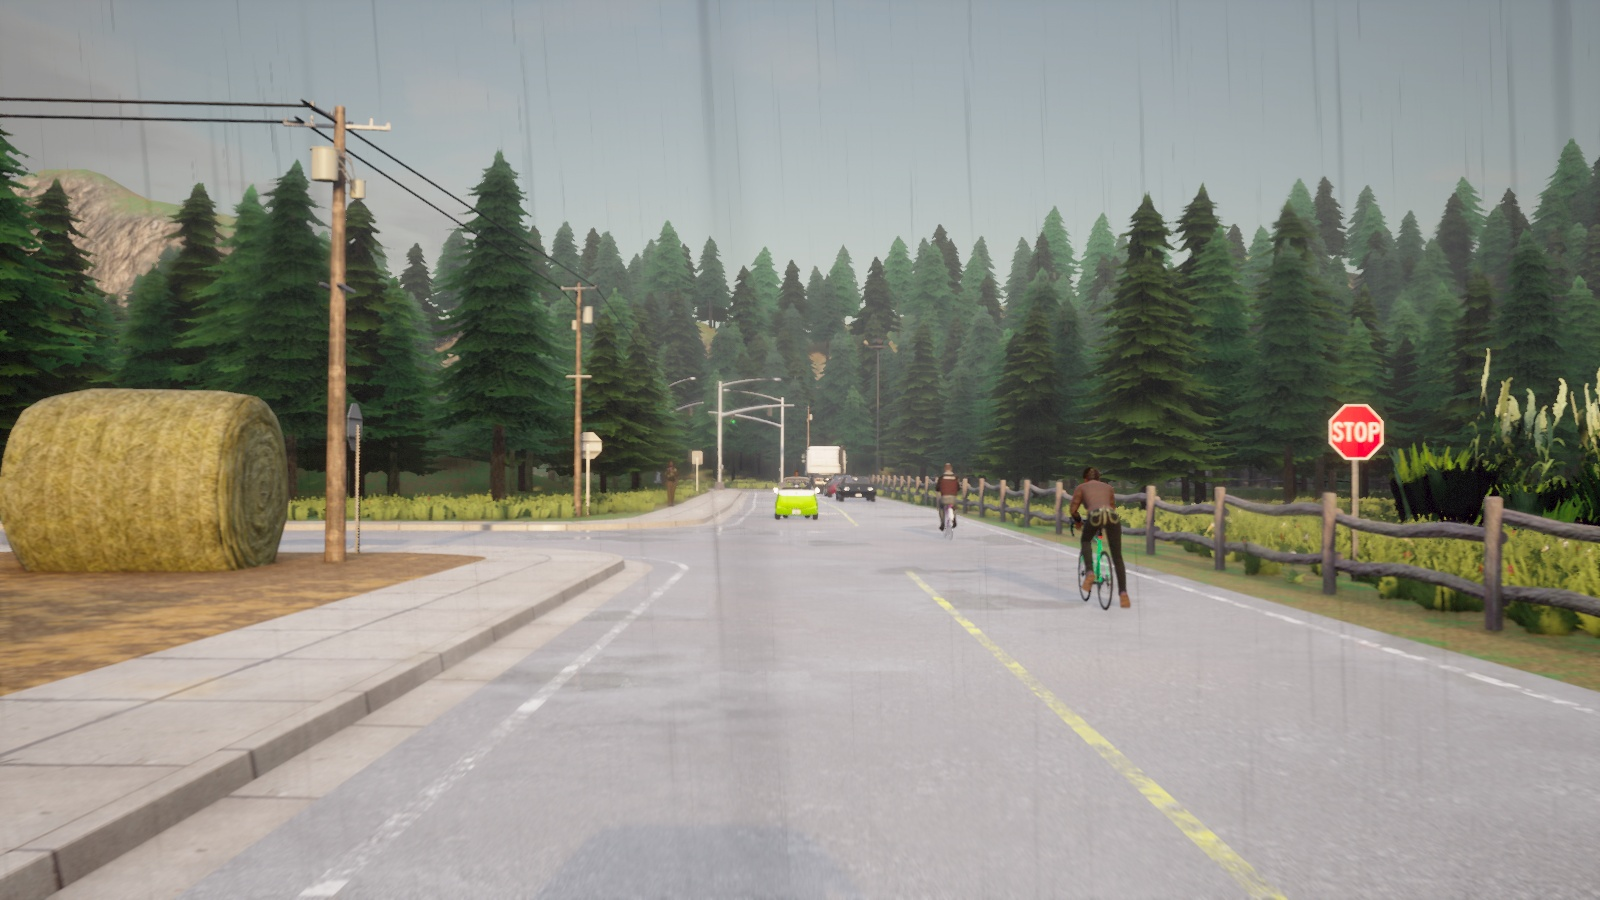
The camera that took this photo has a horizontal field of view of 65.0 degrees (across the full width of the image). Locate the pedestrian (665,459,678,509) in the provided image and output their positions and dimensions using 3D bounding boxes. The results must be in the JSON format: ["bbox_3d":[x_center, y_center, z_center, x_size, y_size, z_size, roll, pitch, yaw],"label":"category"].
[{"bbox_3d":[-4.941,1.304,48.352,0.395,1.930,0.692,0,-1,1],"label":"pedestrian"}]

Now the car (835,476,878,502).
[{"bbox_3d":[2.901,2.011,65.689,1.895,1.301,4.718,0,-1,-2],"label":"car"}]

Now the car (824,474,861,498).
[{"bbox_3d":[2.568,2.159,76.601,1.994,1.385,4.181,0,-1,-2],"label":"car"}]

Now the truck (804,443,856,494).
[{"bbox_3d":[2.032,1.323,89.086,2.891,3.462,7.936,0,-1,-4],"label":"truck"}]

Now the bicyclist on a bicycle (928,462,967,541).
[{"bbox_3d":[3.427,1.168,29.286,0.659,1.776,1.843,0,-1,0],"label":"bicyclist on a bicycle"}]

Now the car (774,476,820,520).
[{"bbox_3d":[-0.102,1.557,41.050,1.481,1.376,2.207,0,-1,0],"label":"car"}]

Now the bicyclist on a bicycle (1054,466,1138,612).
[{"bbox_3d":[3.463,1.001,14.799,0.582,1.620,1.656,0,-1,0],"label":"bicyclist on a bicycle"}]
